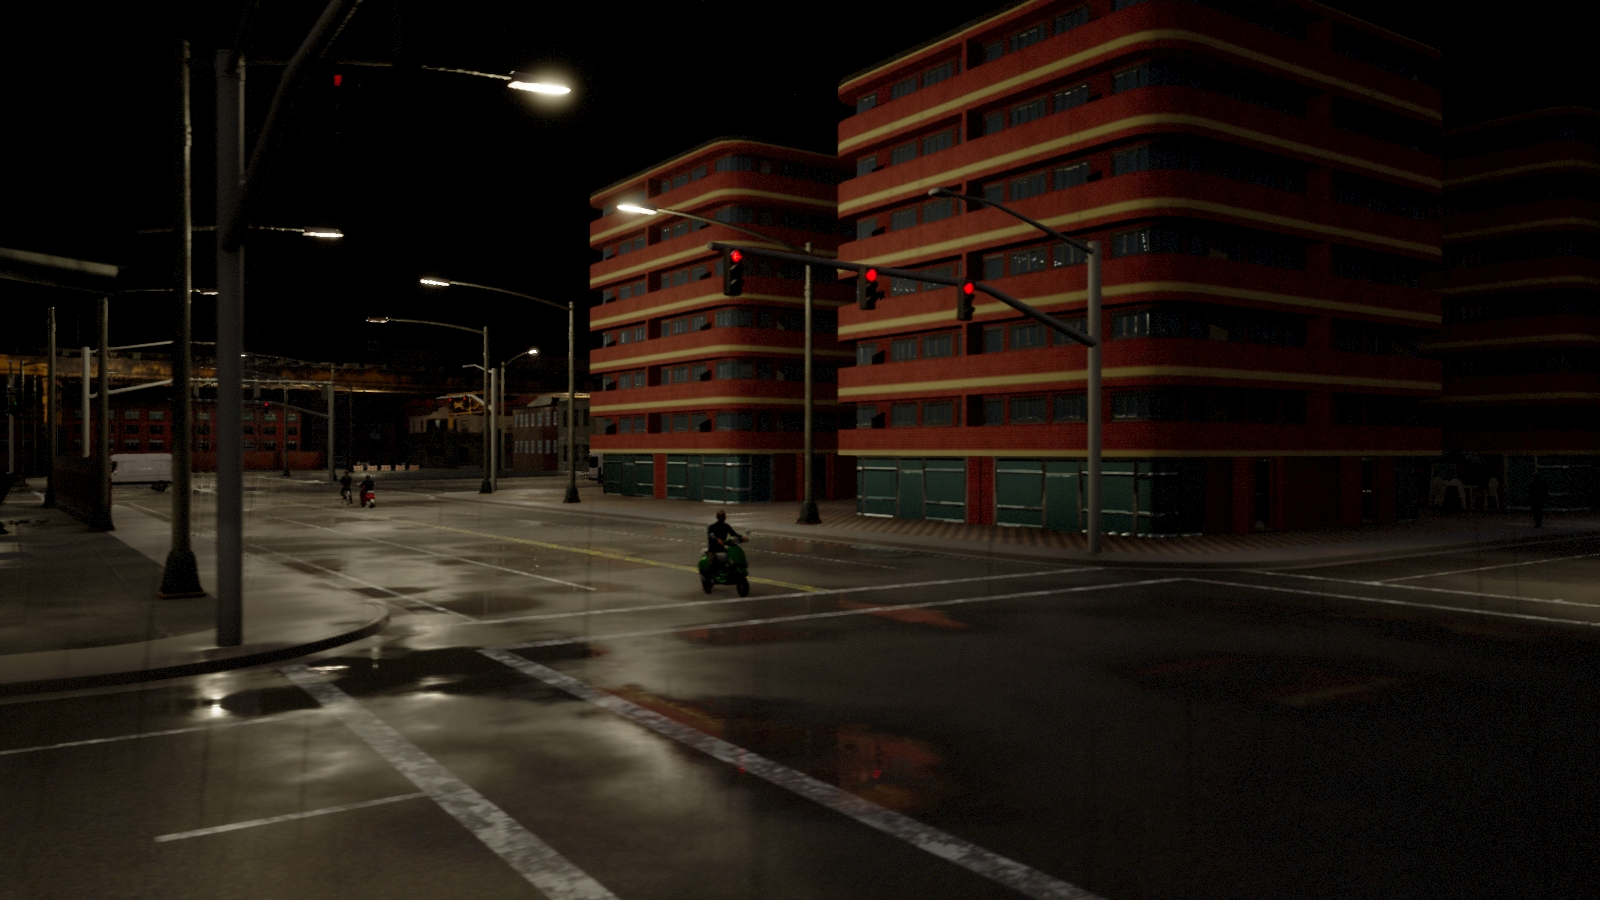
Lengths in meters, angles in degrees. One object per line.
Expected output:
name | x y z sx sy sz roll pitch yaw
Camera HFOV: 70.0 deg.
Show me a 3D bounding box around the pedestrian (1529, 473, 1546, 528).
pedestrian | 24.974 1.704 38.696 0.375 1.860 0.375 0 0 -39
